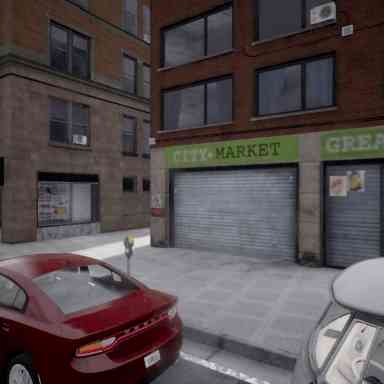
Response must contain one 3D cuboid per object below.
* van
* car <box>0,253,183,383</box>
[{"bbox_3d":[2.395,1.341,1.367,3.998,1.788,1.690,0,0,35],"label":"van"},{"bbox_3d":[-2.214,1.544,4.654,4.507,1.381,1.887,0,0,35],"label":"car"}]
